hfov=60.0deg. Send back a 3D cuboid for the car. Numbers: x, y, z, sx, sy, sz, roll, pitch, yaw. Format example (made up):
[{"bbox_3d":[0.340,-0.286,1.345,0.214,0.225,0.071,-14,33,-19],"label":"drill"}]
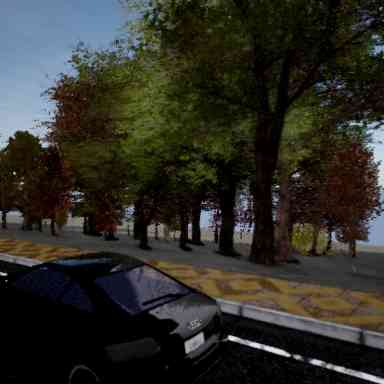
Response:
[{"bbox_3d":[-1.610,1.574,4.699,4.181,1.385,1.994,0,0,35],"label":"car"}]
